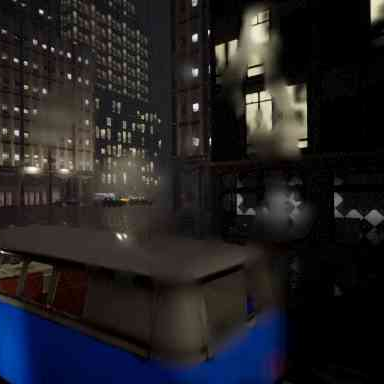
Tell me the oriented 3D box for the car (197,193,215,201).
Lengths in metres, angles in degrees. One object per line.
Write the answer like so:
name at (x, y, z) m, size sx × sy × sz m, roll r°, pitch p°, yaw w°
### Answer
car at (3.104, 1.016, 73.278) m, size 1.967 × 1.590 × 4.097 m, roll 0°, pitch 0°, yaw 36°

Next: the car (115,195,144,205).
car at (-10.327, 1.278, 54.939) m, size 1.752 × 1.417 × 4.829 m, roll 0°, pitch 0°, yaw 36°

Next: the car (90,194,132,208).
car at (-10.107, 1.267, 41.058) m, size 1.887 × 1.381 × 4.507 m, roll 0°, pitch 0°, yaw 36°

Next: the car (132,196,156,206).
car at (-6.776, 1.230, 45.606) m, size 2.008 × 1.369 × 4.403 m, roll 0°, pitch 0°, yaw 36°

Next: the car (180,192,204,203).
car at (-0.115, 0.909, 54.702) m, size 2.192 × 1.841 × 5.009 m, roll 0°, pitch 0°, yaw 36°

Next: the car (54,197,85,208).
car at (-16.891, 1.403, 45.975) m, size 1.947 × 1.339 × 4.313 m, roll 0°, pitch 0°, yaw 36°

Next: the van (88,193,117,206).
van at (-13.560, 1.135, 50.525) m, size 1.690 × 1.788 × 3.998 m, roll 0°, pitch 0°, yaw 36°

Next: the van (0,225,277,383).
van at (-1.082, 1.342, 3.663) m, size 3.998 × 1.788 × 1.690 m, roll 0°, pitch -1°, yaw 36°

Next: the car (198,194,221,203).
car at (3.218, 1.101, 59.252) m, size 2.008 × 1.369 × 4.403 m, roll 0°, pitch 0°, yaw 36°
